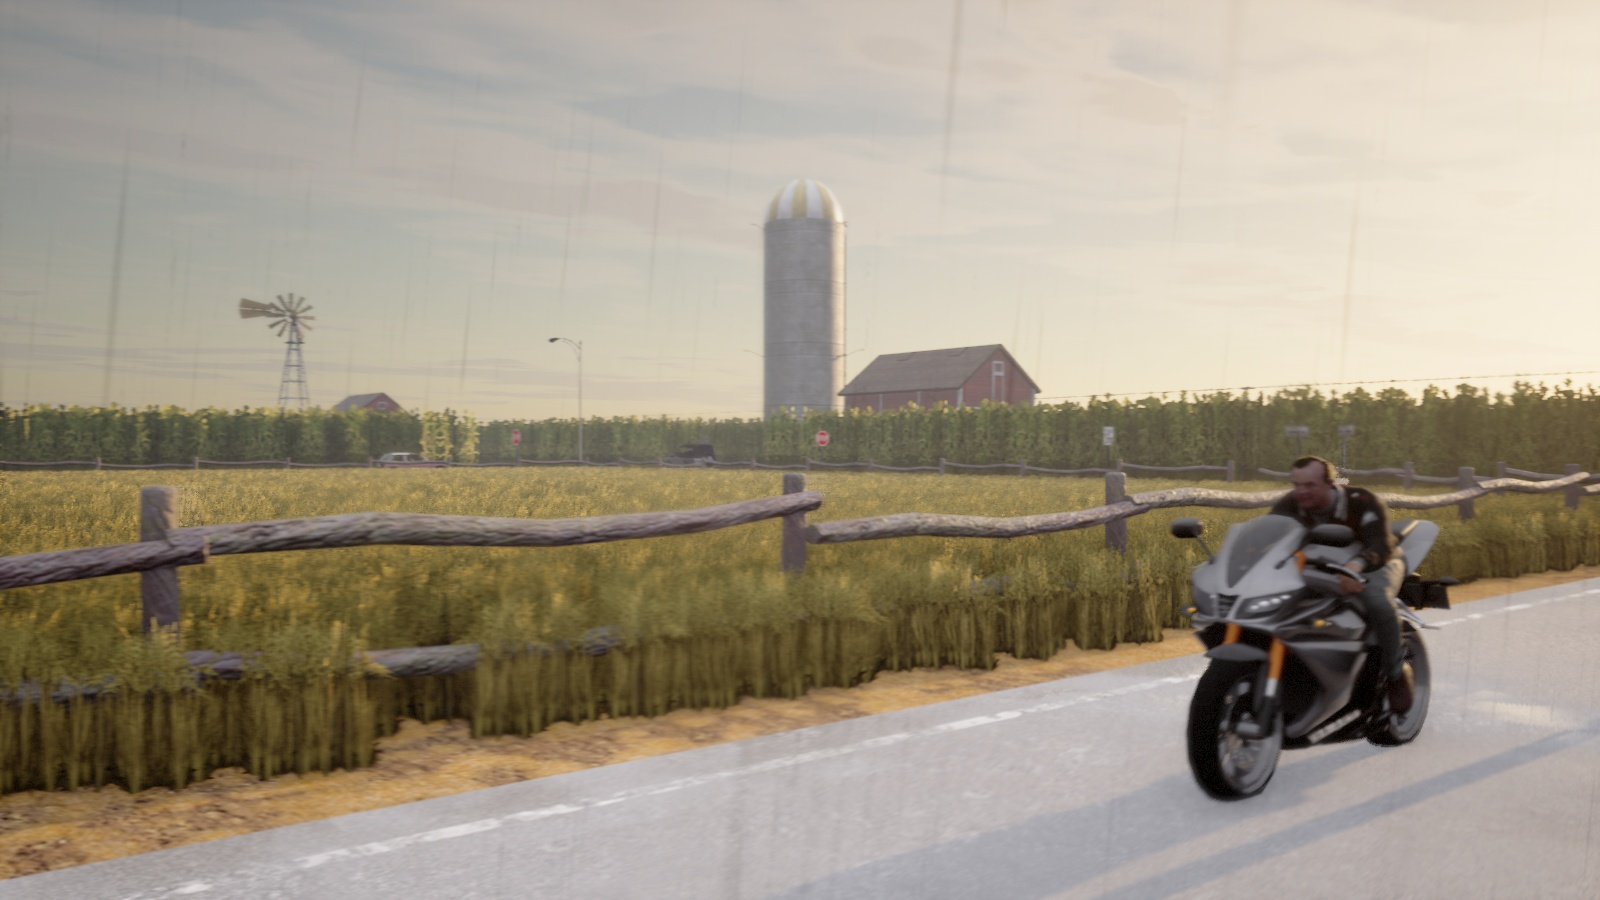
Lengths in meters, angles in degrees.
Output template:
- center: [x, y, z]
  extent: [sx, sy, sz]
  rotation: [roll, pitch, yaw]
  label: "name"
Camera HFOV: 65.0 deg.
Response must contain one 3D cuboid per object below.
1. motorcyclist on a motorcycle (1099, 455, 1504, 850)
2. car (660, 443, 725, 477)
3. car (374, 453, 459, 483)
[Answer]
- center: [2.434, 0.794, 5.940]
  extent: [2.191, 1.530, 0.866]
  rotation: [0, 0, -41]
  label: "motorcyclist on a motorcycle"
- center: [-6.121, 0.566, 71.473]
  extent: [1.905, 1.878, 3.866]
  rotation: [0, 0, -37]
  label: "car"
- center: [-20.214, 0.929, 66.213]
  extent: [3.806, 1.475, 1.970]
  rotation: [-1, 0, -38]
  label: "car"
